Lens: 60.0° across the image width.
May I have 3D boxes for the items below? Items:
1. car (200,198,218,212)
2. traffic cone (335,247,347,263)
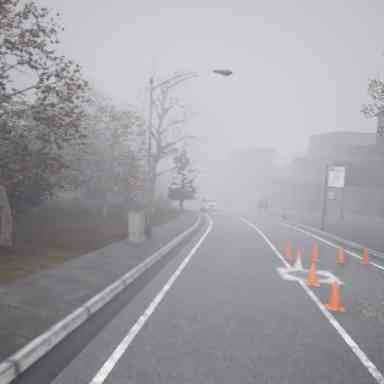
[{"bbox_3d":[2.663,2.026,52.539,2.150,2.045,5.566,2,-1,-6],"label":"car"},{"bbox_3d":[5.779,2.416,12.866,0.340,0.580,0.340,3,-1,7],"label":"traffic cone"}]
